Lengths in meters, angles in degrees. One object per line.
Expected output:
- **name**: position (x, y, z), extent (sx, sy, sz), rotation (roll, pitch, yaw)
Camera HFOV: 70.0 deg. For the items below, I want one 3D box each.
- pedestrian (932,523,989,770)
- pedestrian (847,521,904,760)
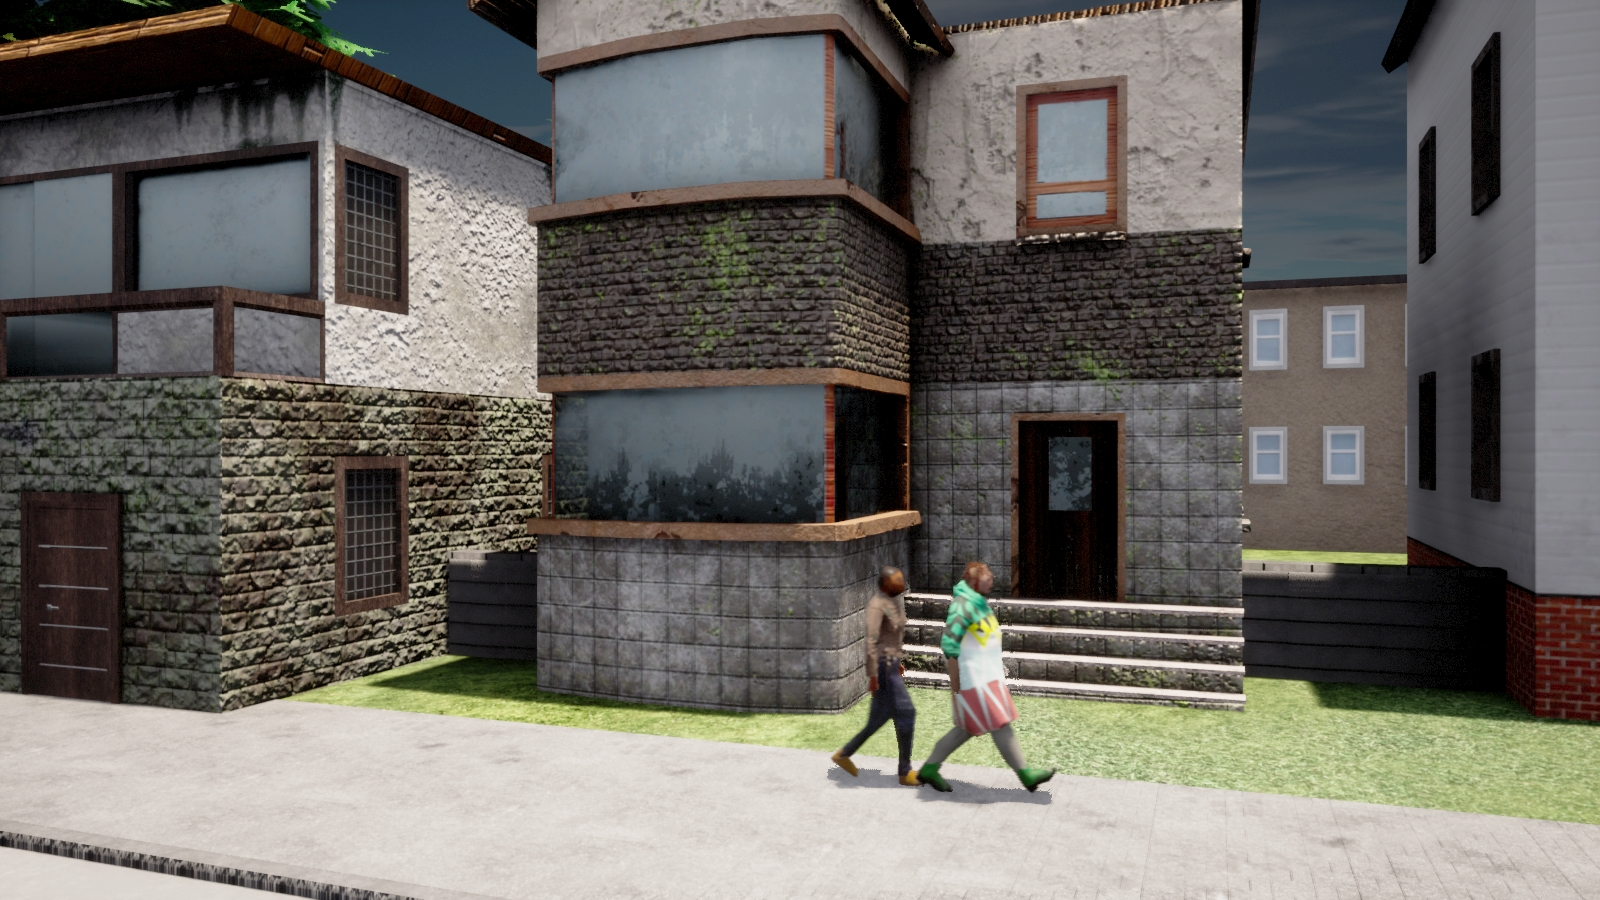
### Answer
- **pedestrian**: position (1.269, 1.522, 8.995), extent (0.375, 1.860, 0.375), rotation (0, 0, 20)
- **pedestrian**: position (0.614, 1.525, 9.277), extent (0.375, 1.860, 0.375), rotation (0, 0, 20)
